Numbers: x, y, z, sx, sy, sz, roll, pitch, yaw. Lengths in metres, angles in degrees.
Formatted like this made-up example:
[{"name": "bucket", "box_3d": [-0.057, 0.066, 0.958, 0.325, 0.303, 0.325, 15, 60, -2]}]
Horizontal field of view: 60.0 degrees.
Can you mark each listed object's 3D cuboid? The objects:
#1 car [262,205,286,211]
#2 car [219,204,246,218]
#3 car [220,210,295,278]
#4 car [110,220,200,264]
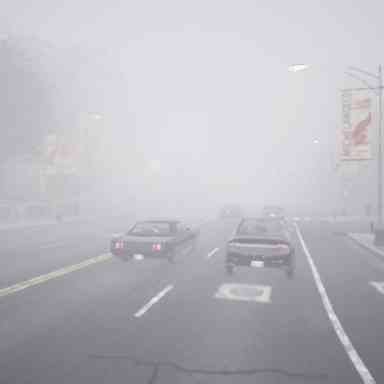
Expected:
[{"name": "car", "box_3d": [6.297, 1.726, 25.962, 2.033, 1.411, 5.357, 0, 0, 15]}, {"name": "car", "box_3d": [3.656, 1.736, 29.547, 2.033, 1.411, 5.357, 0, 0, 15]}, {"name": "car", "box_3d": [2.179, 1.563, 10.516, 2.128, 1.511, 4.902, 0, 0, 14]}, {"name": "car", "box_3d": [-1.054, 1.667, 12.124, 1.895, 1.301, 4.718, 0, 0, 14]}]
